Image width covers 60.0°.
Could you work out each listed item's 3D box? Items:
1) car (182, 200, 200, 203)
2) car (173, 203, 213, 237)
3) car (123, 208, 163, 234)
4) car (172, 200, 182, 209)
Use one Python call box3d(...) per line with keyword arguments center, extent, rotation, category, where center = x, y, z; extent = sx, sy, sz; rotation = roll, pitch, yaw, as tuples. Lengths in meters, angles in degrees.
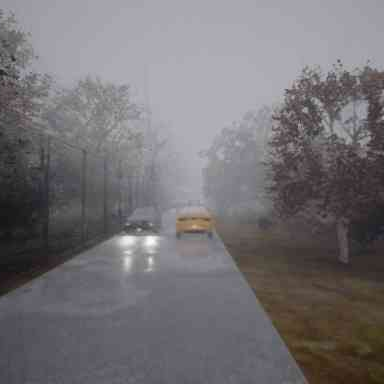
box3d(center=(0.225, 1.774, 39.426), extent=(2.097, 1.767, 4.553), rotation=(0, -1, 0), category="car")
box3d(center=(0.132, 1.583, 18.914), extent=(1.882, 1.535, 5.008), rotation=(0, -1, 0), category="car")
box3d(center=(-2.814, 1.669, 20.404), extent=(2.033, 1.411, 5.357), rotation=(0, -1, 0), category="car")
box3d(center=(-2.491, 2.230, 61.766), extent=(2.097, 1.767, 4.553), rotation=(0, -1, 1), category="car")
